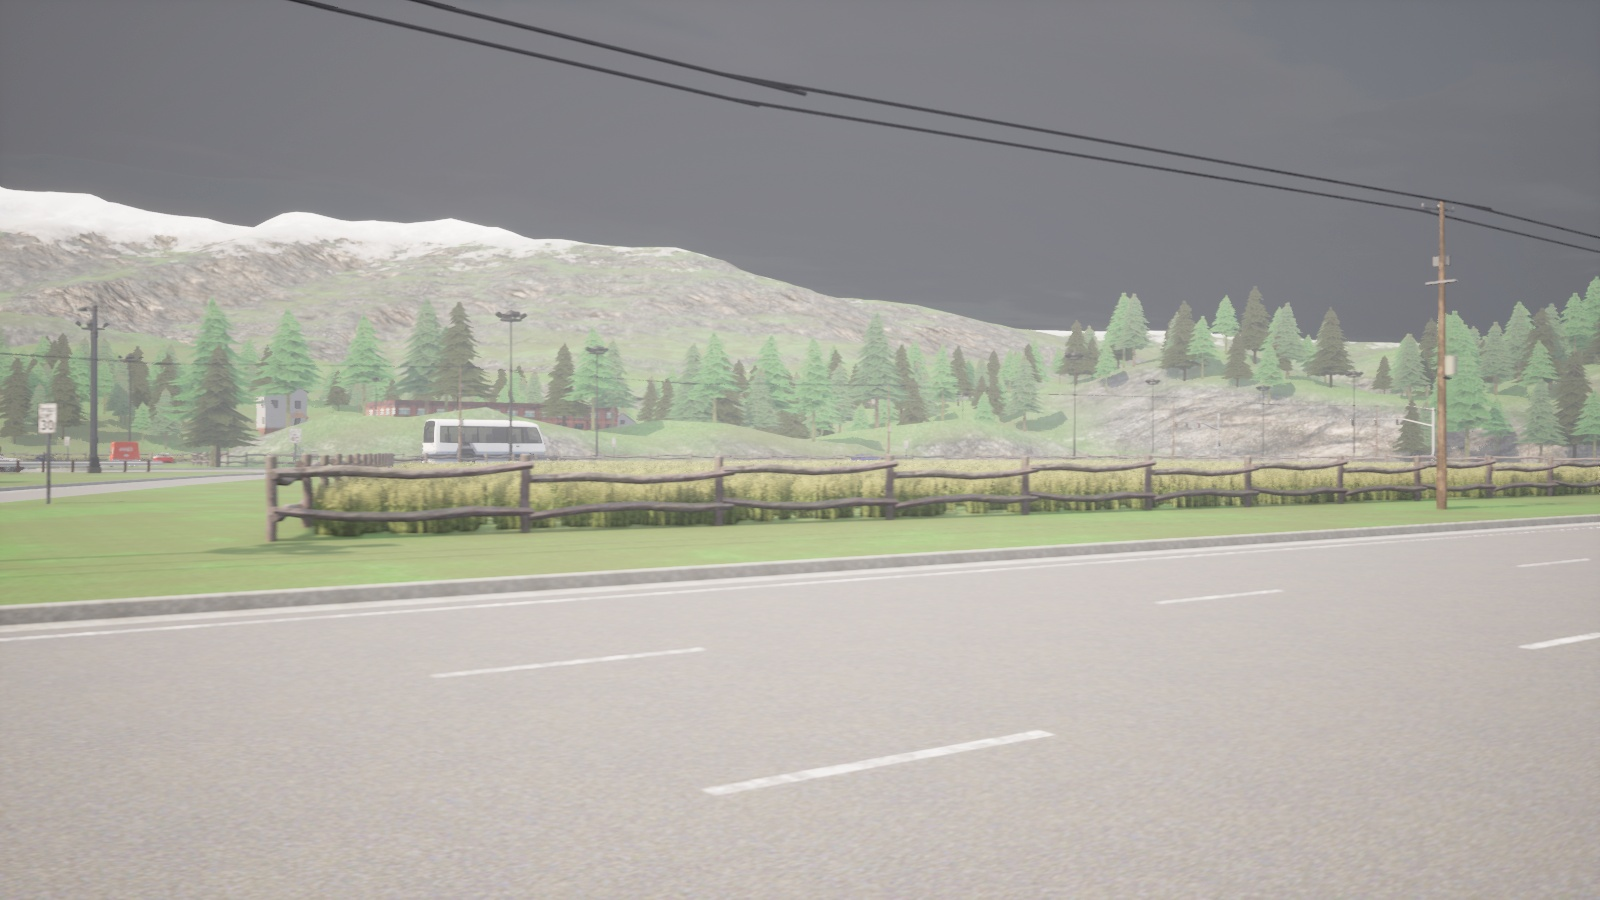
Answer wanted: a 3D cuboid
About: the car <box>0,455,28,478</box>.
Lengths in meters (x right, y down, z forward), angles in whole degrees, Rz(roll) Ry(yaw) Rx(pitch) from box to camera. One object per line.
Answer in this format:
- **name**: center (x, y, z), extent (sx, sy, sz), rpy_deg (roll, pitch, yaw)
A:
- **car**: center (-52.276, 1.052, 80.311), extent (4.792, 1.488, 2.163), rpy_deg (0, 0, -35)
